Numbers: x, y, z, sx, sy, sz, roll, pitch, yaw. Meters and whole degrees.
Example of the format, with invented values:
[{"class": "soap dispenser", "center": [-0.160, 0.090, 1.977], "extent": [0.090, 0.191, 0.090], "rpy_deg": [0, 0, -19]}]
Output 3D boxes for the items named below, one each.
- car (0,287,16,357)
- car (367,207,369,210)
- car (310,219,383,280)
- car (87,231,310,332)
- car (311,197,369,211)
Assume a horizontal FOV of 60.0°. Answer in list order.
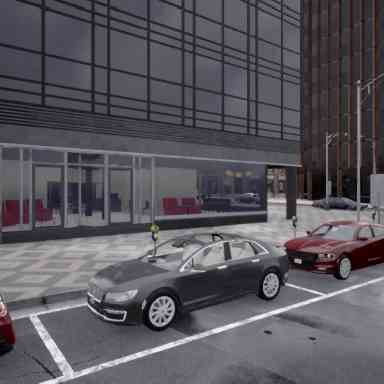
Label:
[{"class": "car", "center": [-4.306, 1.440, 3.578], "extent": [4.097, 1.590, 1.967], "rpy_deg": [0, 0, -36]}, {"class": "car", "center": [9.016, 1.441, 13.094], "extent": [4.097, 1.590, 1.967], "rpy_deg": [0, 0, -36]}, {"class": "car", "center": [4.575, 1.545, 9.922], "extent": [4.507, 1.381, 1.887], "rpy_deg": [0, 0, -36]}, {"class": "car", "center": [0.135, 1.551, 6.750], "extent": [4.403, 1.369, 2.008], "rpy_deg": [0, 0, -36]}, {"class": "car", "center": [14.941, 1.202, 33.803], "extent": [2.033, 1.411, 5.357], "rpy_deg": [0, 1, -41]}]
